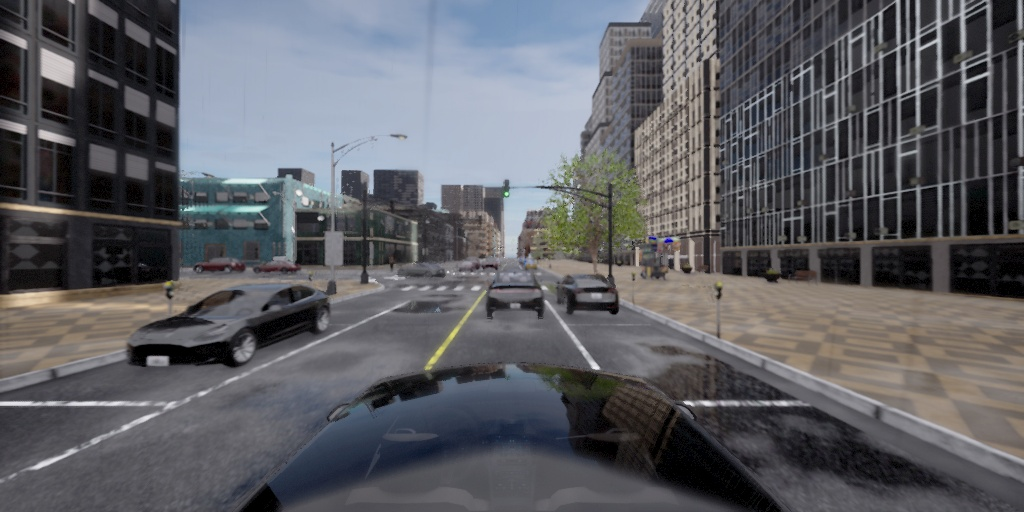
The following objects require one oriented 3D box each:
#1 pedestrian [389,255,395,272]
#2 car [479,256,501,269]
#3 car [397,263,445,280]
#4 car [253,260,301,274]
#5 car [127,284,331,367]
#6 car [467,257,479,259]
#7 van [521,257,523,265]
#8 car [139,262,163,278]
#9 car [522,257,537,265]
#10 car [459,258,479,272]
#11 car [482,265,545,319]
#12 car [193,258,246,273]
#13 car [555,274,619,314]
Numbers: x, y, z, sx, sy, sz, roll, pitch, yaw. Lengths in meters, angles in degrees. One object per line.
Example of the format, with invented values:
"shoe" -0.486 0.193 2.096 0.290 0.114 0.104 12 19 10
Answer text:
"pedestrian" -12.744 0.765 37.960 0.375 1.860 0.375 0 -1 -1
"car" -3.070 1.071 51.165 2.097 1.767 4.553 0 0 0
"car" -7.942 1.270 31.469 4.181 1.385 1.994 1 0 22
"car" -22.816 1.068 34.871 4.207 1.307 1.802 0 0 -1
"car" -5.689 1.312 7.940 1.948 1.339 4.313 0 0 0
"car" -5.682 1.034 51.506 2.192 1.841 5.009 0 0 0
"van" 2.700 1.056 57.059 1.690 1.789 3.998 0 0 0
"car" -28.247 0.965 26.415 4.207 1.307 1.802 0 0 -1
"car" 2.698 1.244 51.677 1.751 1.417 4.829 0 0 0
"car" -5.683 1.304 45.955 1.802 1.307 4.207 0 0 0
"car" 0.102 1.234 12.811 2.128 1.511 4.902 0 0 0
"car" -28.364 0.858 34.794 4.097 1.591 1.967 0 0 -1
"car" 2.692 1.308 13.478 1.948 1.339 4.313 0 0 0
